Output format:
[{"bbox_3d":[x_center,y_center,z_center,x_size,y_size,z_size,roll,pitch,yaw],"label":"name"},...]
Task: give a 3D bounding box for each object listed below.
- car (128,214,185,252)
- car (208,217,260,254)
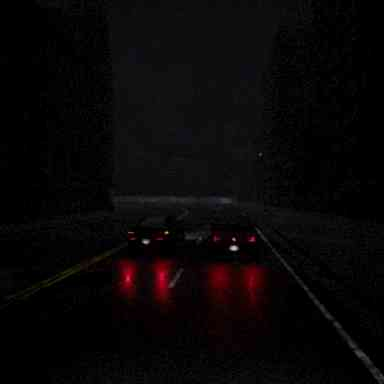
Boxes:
[{"bbox_3d":[-1.466,1.672,14.664,1.812,1.442,4.674,0,0,6],"label":"car"},{"bbox_3d":[1.734,1.722,14.039,1.895,1.301,4.718,0,0,6],"label":"car"}]
